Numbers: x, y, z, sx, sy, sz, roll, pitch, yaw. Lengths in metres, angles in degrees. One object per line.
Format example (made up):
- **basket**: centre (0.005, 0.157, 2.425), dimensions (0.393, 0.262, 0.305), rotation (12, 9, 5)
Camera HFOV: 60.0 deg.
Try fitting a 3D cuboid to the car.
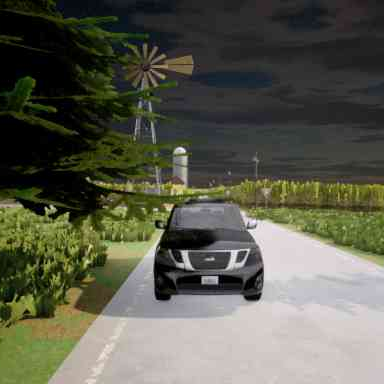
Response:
- **car**: centre (0.336, 1.221, 8.697), dimensions (2.150, 2.045, 5.566), rotation (0, 0, 0)
